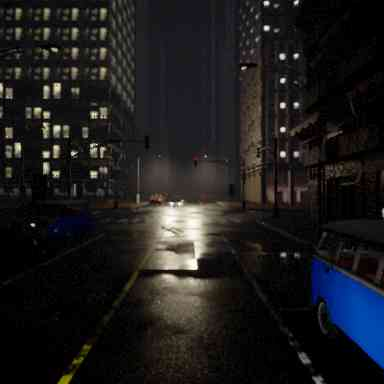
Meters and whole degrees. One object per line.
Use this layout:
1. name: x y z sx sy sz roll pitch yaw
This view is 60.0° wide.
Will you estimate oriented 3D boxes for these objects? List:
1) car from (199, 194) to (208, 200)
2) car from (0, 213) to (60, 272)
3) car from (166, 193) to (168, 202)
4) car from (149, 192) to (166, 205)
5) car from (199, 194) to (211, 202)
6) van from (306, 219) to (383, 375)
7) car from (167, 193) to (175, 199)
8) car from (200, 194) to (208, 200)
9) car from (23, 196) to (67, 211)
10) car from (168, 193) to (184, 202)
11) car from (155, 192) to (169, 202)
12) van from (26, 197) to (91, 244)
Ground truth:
1. car: 2.699 1.129 80.924 1.947 1.339 4.313 1 0 0
2. car: -5.644 1.515 9.372 1.947 1.339 4.313 1 0 0
3. car: -5.680 1.265 58.554 1.802 1.307 4.206 1 0 0
4. car: -5.677 1.153 52.978 1.967 1.590 4.097 1 0 0
5. car: 2.699 1.235 64.191 1.802 1.307 4.206 1 0 0
6. van: 2.708 1.320 3.884 1.690 1.788 3.998 1 0 0
7. car: -5.681 1.048 92.004 1.887 1.381 4.507 1 0 0
8. car: 2.701 1.118 75.517 1.752 1.417 4.829 1 0 0
9. car: -16.493 1.294 37.558 4.097 1.590 1.967 0 -1 0
10. car: -3.025 1.260 62.942 1.895 1.301 4.718 0 0 1
11. car: -5.675 0.968 64.128 2.192 1.841 5.009 1 0 0
12. van: -5.810 1.260 14.912 1.690 1.788 3.998 1 0 0
